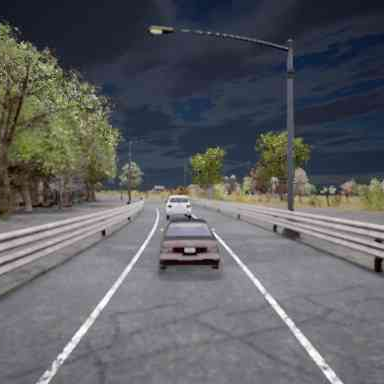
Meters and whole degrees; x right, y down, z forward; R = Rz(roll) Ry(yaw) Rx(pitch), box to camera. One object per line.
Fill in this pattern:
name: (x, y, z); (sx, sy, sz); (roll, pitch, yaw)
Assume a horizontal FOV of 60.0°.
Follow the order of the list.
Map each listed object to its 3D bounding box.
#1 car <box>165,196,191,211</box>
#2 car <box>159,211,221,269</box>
car: (-1.297, 1.374, 30.596); (2.150, 2.045, 5.566); (0, 0, -5)
car: (-0.136, 1.610, 11.370); (2.033, 1.411, 5.357); (0, 0, -2)
